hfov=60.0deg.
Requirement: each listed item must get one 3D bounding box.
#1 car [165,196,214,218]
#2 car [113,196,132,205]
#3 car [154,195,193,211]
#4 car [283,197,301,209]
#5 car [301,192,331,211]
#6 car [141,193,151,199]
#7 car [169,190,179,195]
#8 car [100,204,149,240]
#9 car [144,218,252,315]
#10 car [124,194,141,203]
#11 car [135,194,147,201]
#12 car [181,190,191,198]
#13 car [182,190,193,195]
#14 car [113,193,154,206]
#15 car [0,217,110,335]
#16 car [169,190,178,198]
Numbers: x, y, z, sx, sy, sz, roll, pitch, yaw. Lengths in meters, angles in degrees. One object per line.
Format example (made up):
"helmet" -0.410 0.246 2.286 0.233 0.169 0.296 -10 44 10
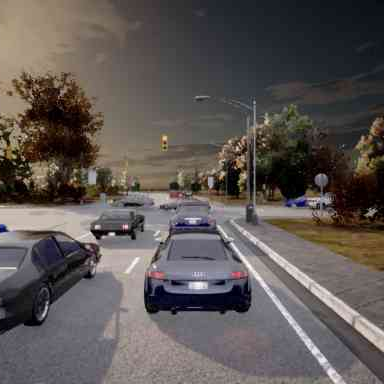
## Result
"car" 0.028 1.273 16.259 2.097 1.767 4.553 0 0 0
"car" -10.840 1.275 52.060 1.895 1.301 4.718 0 0 0
"car" -0.724 1.347 33.973 5.357 1.411 2.033 0 0 -31
"car" 13.751 1.231 40.829 5.008 1.535 1.882 0 0 -4
"car" 15.683 1.000 37.441 5.566 2.045 2.150 0 0 -4
"car" -11.269 0.908 81.396 1.812 1.442 4.674 0 1 -2
"car" -4.329 0.594 82.857 2.150 2.045 5.566 0 1 -3
"car" -3.493 1.520 16.578 1.895 1.301 4.718 0 0 -1
"car" 0.074 1.542 7.625 1.994 1.385 4.181 0 0 -1
"car" -10.860 1.097 61.162 2.128 1.511 4.902 0 0 0
"car" -10.913 1.104 71.119 1.895 1.301 4.718 0 1 -1
"car" -1.659 0.447 93.728 2.150 2.045 5.566 0 1 -7
"car" -0.800 0.854 82.384 1.882 1.535 5.008 0 1 -3
"car" -6.895 1.252 39.566 4.902 1.511 2.128 0 0 -4
"car" -3.423 1.529 6.933 2.033 1.411 5.357 0 0 -1
"car" -5.170 0.446 93.598 2.150 2.045 5.566 0 1 -7
